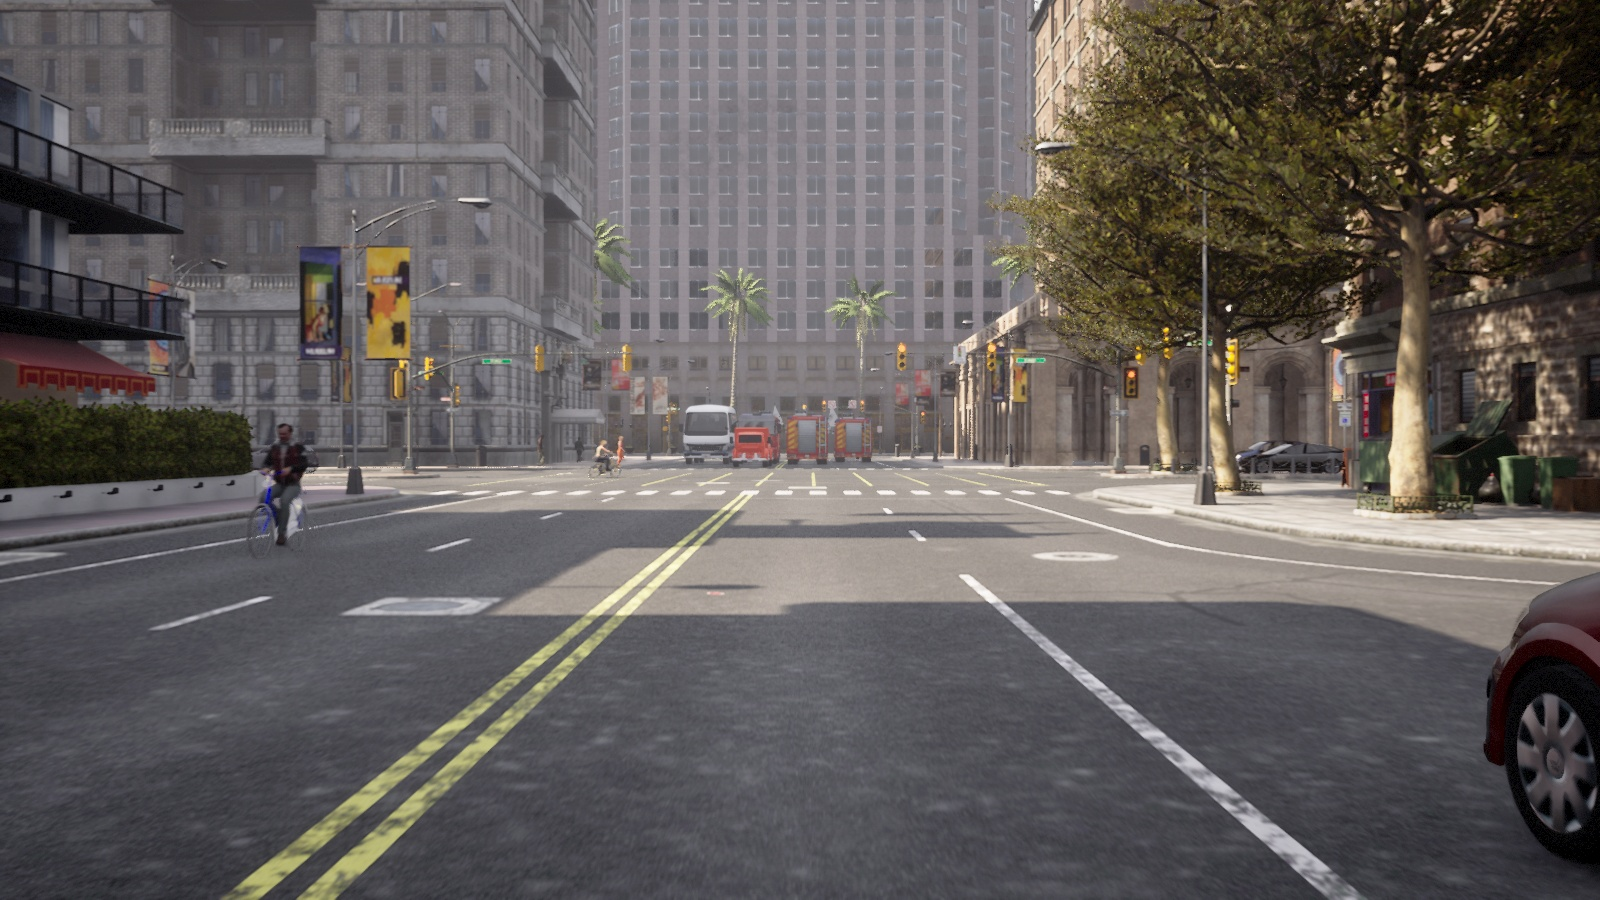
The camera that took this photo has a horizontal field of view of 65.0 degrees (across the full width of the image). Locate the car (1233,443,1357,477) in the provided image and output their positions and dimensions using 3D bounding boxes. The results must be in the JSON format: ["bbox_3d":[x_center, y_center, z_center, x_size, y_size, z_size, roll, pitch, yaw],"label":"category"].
[{"bbox_3d":[22.504,0.442,57.191,4.792,1.488,2.163,0,0,2],"label":"car"}]

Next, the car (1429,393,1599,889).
[{"bbox_3d":[3.534,0.629,3.221,1.851,1.617,3.988,0,0,0],"label":"car"}]

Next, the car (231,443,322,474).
[{"bbox_3d":[-25.507,0.395,61.280,3.633,1.501,1.845,0,0,1],"label":"car"}]

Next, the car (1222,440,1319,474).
[{"bbox_3d":[22.697,0.321,60.721,3.988,1.617,1.851,0,0,1],"label":"car"}]

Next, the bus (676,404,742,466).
[{"bbox_3d":[-6.454,-1.149,91.100,3.944,4.253,10.273,0,1,1],"label":"bus"}]

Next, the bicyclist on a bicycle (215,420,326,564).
[{"bbox_3d":[-6.892,0.519,16.440,0.659,1.776,1.843,0,0,0],"label":"bicyclist on a bicycle"}]

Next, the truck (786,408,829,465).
[{"bbox_3d":[0.523,-0.919,89.066,2.891,3.827,8.468,0,0,0],"label":"truck"}]

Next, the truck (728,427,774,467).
[{"bbox_3d":[-3.041,-0.187,78.870,2.627,2.467,5.204,0,0,0],"label":"truck"}]

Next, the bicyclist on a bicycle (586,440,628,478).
[{"bbox_3d":[-8.160,0.378,53.040,1.509,1.612,0.866,0,-1,-34],"label":"bicyclist on a bicycle"}]

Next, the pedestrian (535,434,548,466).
[{"bbox_3d":[-14.586,-0.007,70.761,0.703,1.840,0.431,0,0,-12],"label":"pedestrian"}]

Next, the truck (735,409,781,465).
[{"bbox_3d":[-2.959,-0.933,90.983,2.891,3.827,8.468,0,0,1],"label":"truck"}]
